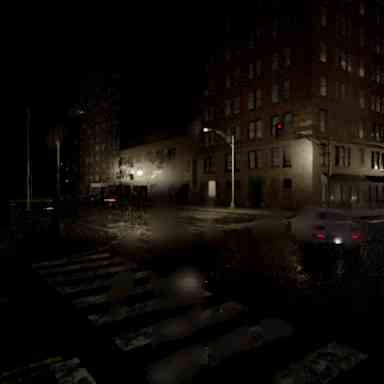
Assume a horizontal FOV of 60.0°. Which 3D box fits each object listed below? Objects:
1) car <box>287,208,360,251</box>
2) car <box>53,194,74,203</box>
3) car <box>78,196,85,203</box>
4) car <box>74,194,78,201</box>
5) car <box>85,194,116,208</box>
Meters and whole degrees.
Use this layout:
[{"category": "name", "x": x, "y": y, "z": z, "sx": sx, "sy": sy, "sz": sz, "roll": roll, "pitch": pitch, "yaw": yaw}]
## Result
[{"category": "car", "x": 5.041, "y": 1.342, "z": 13.112, "sx": 1.812, "sy": 1.442, "sz": 4.674, "roll": 1, "pitch": 1, "yaw": 7}, {"category": "car", "x": -21.811, "y": 1.161, "z": 55.686, "sx": 1.895, "sy": 1.301, "sz": 4.718, "roll": 0, "pitch": 0, "yaw": -36}, {"category": "car", "x": -16.265, "y": 1.116, "z": 53.567, "sx": 1.812, "sy": 1.442, "sz": 4.674, "roll": 0, "pitch": 0, "yaw": -36}, {"category": "car", "x": -22.333, "y": 1.099, "z": 61.796, "sx": 1.994, "sy": 1.385, "sz": 4.181, "roll": 0, "pitch": 0, "yaw": -36}, {"category": "car", "x": -10.832, "y": 1.151, "z": 40.500, "sx": 2.128, "sy": 1.511, "sz": 4.902, "roll": 0, "pitch": 0, "yaw": -36}]
